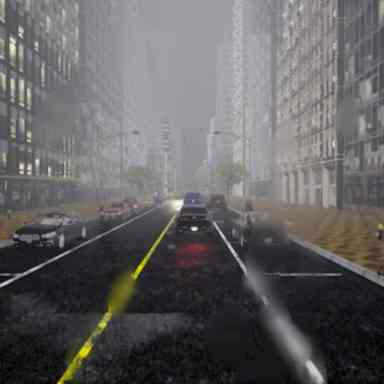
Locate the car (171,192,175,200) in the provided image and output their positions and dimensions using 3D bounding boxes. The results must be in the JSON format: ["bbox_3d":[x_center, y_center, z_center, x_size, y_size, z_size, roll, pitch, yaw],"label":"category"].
[{"bbox_3d":[-5.667,1.017,76.322,1.967,1.590,4.097,-1,0,0],"label":"car"}]

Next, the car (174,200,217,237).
[{"bbox_3d":[0.108,1.409,17.521,1.837,1.490,4.892,0,0,0],"label":"car"}]

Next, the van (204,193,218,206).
[{"bbox_3d":[2.701,1.078,47.900,1.690,1.788,3.998,-1,0,0],"label":"van"}]

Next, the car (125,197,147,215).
[{"bbox_3d":[-5.686,1.271,30.853,1.967,1.590,4.097,-1,0,0],"label":"car"}]

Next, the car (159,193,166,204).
[{"bbox_3d":[-5.676,1.271,53.588,1.947,1.339,4.313,-1,0,0],"label":"car"}]

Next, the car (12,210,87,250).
[{"bbox_3d":[-5.692,1.475,13.802,2.008,1.369,4.403,-1,0,0],"label":"car"}]

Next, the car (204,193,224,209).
[{"bbox_3d":[2.698,1.084,42.217,2.192,1.841,5.009,-1,0,0],"label":"car"}]

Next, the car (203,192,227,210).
[{"bbox_3d":[2.695,1.115,36.533,2.192,1.841,5.009,-1,0,0],"label":"car"}]

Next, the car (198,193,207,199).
[{"bbox_3d":[2.719,1.063,87.686,2.008,1.369,4.403,-1,0,0],"label":"car"}]

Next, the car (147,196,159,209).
[{"bbox_3d":[-5.680,1.295,42.051,1.752,1.417,4.829,-1,0,0],"label":"car"}]

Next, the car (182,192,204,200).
[{"bbox_3d":[0.117,1.015,37.650,2.150,2.045,5.566,0,0,0],"label":"car"}]

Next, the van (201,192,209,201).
[{"bbox_3d":[2.709,0.950,70.634,1.690,1.788,3.998,-1,0,0],"label":"van"}]

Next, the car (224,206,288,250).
[{"bbox_3d":[2.689,1.475,13.799,2.008,1.369,4.403,-1,0,0],"label":"car"}]

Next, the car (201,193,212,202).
[{"bbox_3d":[2.708,1.082,64.951,1.967,1.590,4.097,-1,0,0],"label":"car"}]

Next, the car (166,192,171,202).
[{"bbox_3d":[-5.671,1.192,64.955,2.008,1.369,4.403,-1,0,0],"label":"car"}]

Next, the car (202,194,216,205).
[{"bbox_3d":[2.704,1.145,53.584,1.967,1.590,4.097,-1,0,0],"label":"car"}]

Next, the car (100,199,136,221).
[{"bbox_3d":[-5.687,1.444,25.170,1.802,1.307,4.206,-1,0,0],"label":"car"}]

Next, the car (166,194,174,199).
[{"bbox_3d":[-5.662,1.094,87.689,1.802,1.307,4.206,-1,0,0],"label":"car"}]
